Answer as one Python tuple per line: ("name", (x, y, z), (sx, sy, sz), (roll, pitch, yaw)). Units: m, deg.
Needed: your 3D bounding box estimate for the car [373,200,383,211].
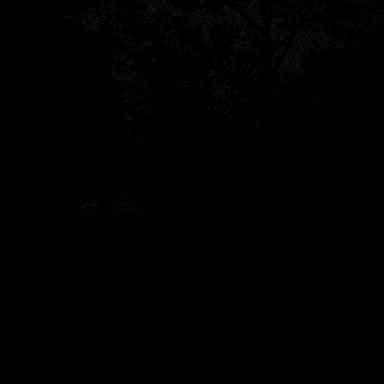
("car", (22.433, 1.465, 35.988), (5.008, 1.535, 1.882), (1, 0, 36))
